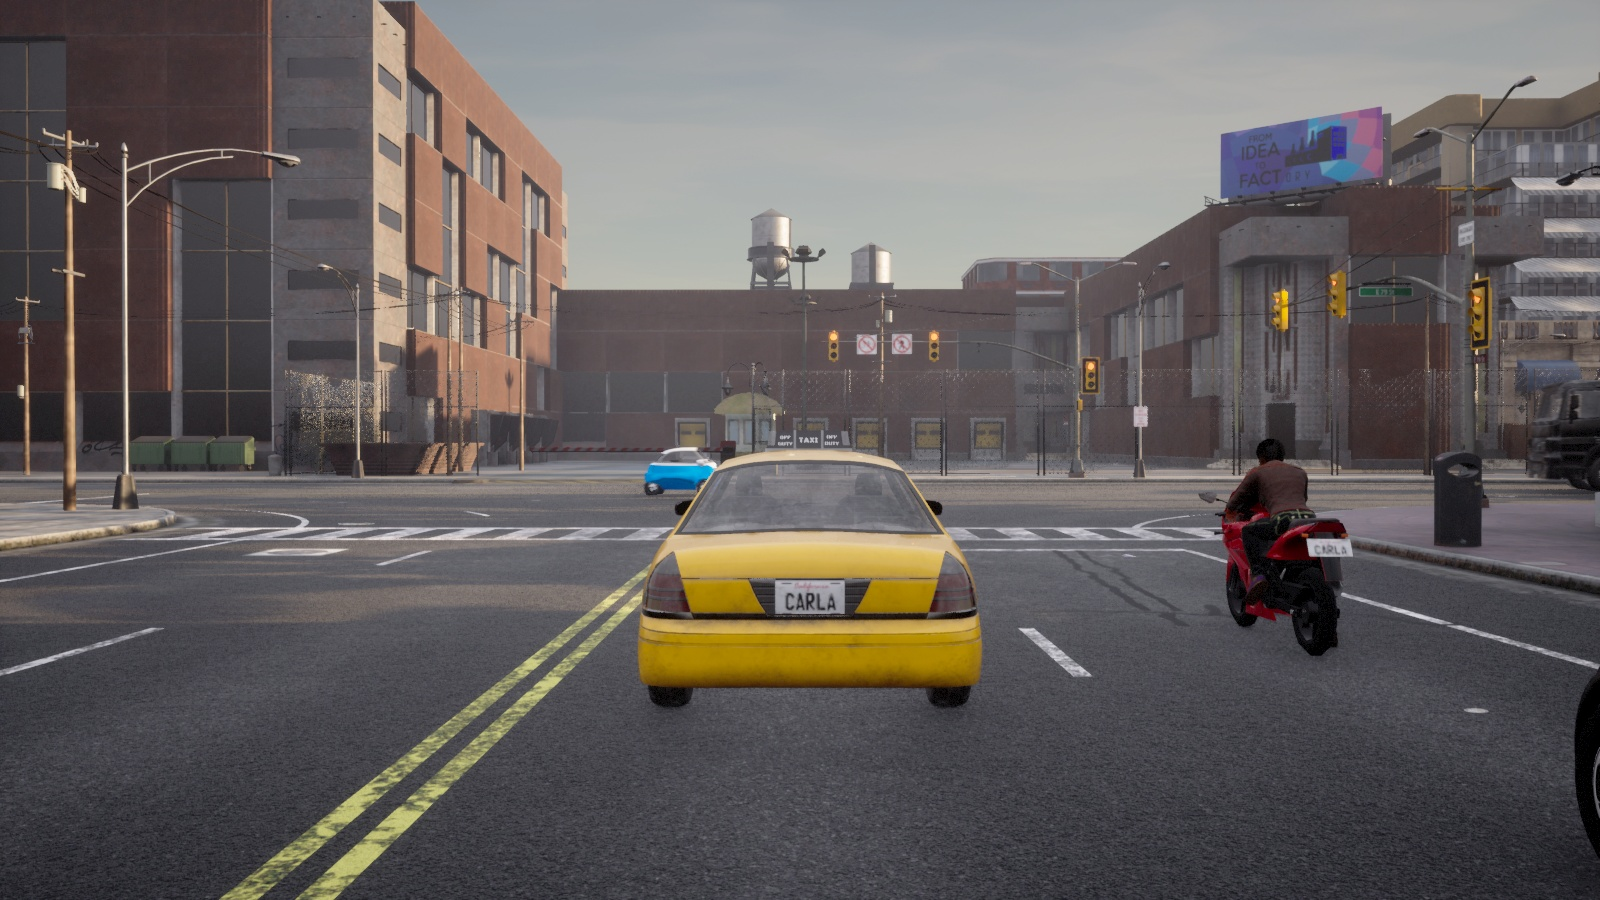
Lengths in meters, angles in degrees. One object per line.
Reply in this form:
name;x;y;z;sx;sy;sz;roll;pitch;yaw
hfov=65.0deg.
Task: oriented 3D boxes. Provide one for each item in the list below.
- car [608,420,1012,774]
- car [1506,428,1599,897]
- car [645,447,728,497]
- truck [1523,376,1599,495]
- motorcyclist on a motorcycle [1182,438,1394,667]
car;0.057;0.639;8.274;1.801;1.575;5.366;0;0;0
car;3.526;0.712;2.849;1.789;1.549;3.705;0;0;1
car;-3.199;0.597;35.683;2.207;1.376;1.481;0;0;1
truck;26.178;-0.424;37.099;7.936;3.462;2.891;0;0;19
motorcyclist on a motorcycle;3.563;0.678;9.397;0.797;1.523;2.044;0;0;0
